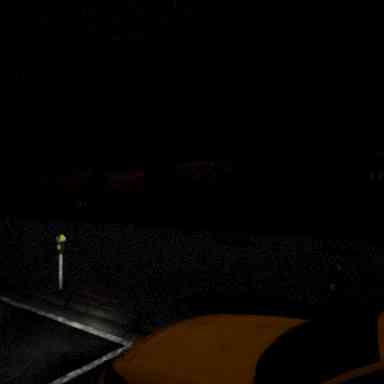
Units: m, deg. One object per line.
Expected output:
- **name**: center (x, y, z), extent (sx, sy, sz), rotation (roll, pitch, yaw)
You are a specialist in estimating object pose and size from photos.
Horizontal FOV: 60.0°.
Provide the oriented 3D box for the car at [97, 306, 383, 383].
- **car**: center (1.636, 1.454, 2.119), extent (5.366, 1.575, 1.801), rotation (-1, 0, 35)
